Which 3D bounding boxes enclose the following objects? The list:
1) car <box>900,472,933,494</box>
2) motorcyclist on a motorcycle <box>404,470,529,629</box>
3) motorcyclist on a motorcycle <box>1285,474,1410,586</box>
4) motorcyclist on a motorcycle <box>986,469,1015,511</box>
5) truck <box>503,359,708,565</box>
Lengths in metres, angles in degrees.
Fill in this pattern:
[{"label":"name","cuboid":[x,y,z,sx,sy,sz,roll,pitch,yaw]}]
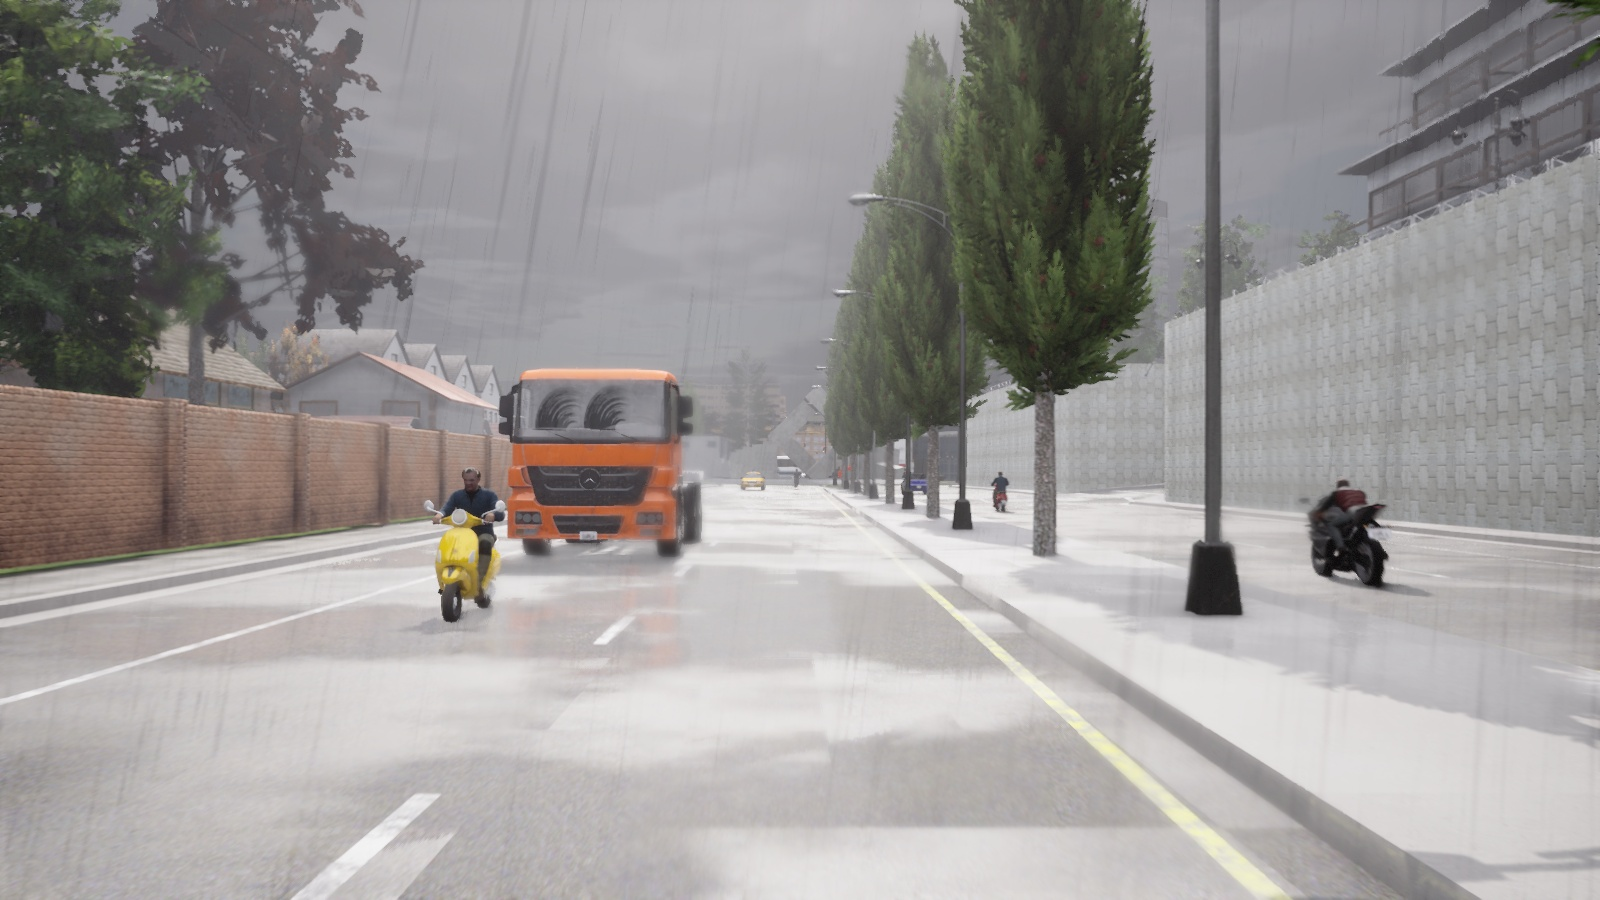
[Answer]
[{"label":"car","cuboid":[7.794,2.212,84.506,1.816,1.474,4.193,0,-1,0]},{"label":"motorcyclist on a motorcycle","cuboid":[-3.533,1.008,13.472,0.866,1.590,1.817,0,-1,0]},{"label":"motorcyclist on a motorcycle","cuboid":[7.956,1.125,18.373,0.866,1.530,2.191,0,-1,0]},{"label":"motorcyclist on a motorcycle","cuboid":[7.880,1.564,49.427,0.866,1.590,1.817,0,-1,0]},{"label":"truck","cuboid":[-3.565,0.268,25.131,2.891,3.462,7.936,0,-1,0]}]
